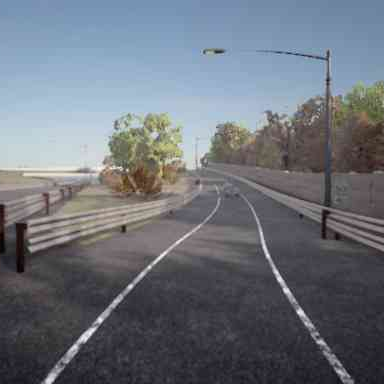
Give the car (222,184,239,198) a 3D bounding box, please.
[{"bbox_3d":[5.623,0.044,47.133,2.128,1.511,4.902,0,4,4],"label":"car"}]
